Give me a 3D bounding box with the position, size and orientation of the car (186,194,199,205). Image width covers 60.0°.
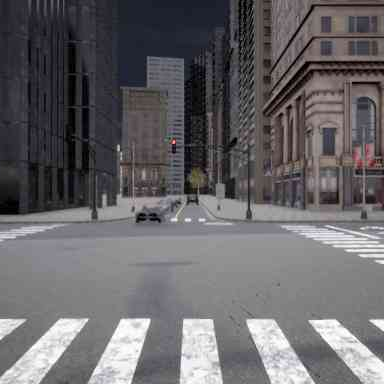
[{"bbox_3d":[0.110,1.323,61.446,2.150,2.045,5.566,0,-1,0],"label":"car"}]

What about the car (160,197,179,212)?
[{"bbox_3d":[-3.061,1.541,39.253,2.128,1.511,4.902,0,0,0],"label":"car"}]

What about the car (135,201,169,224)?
[{"bbox_3d":[-3.056,1.624,25.110,1.895,1.301,4.718,0,0,0],"label":"car"}]

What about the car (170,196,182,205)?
[{"bbox_3d":[-2.995,1.585,62.459,1.882,1.535,5.008,0,0,0],"label":"car"}]

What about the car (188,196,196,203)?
[{"bbox_3d":[0.000,1.651,75.286,1.837,1.490,4.892,0,0,0],"label":"car"}]

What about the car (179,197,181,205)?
[{"bbox_3d":[-3.053,1.576,49.850,1.837,1.490,4.892,0,0,0],"label":"car"}]
